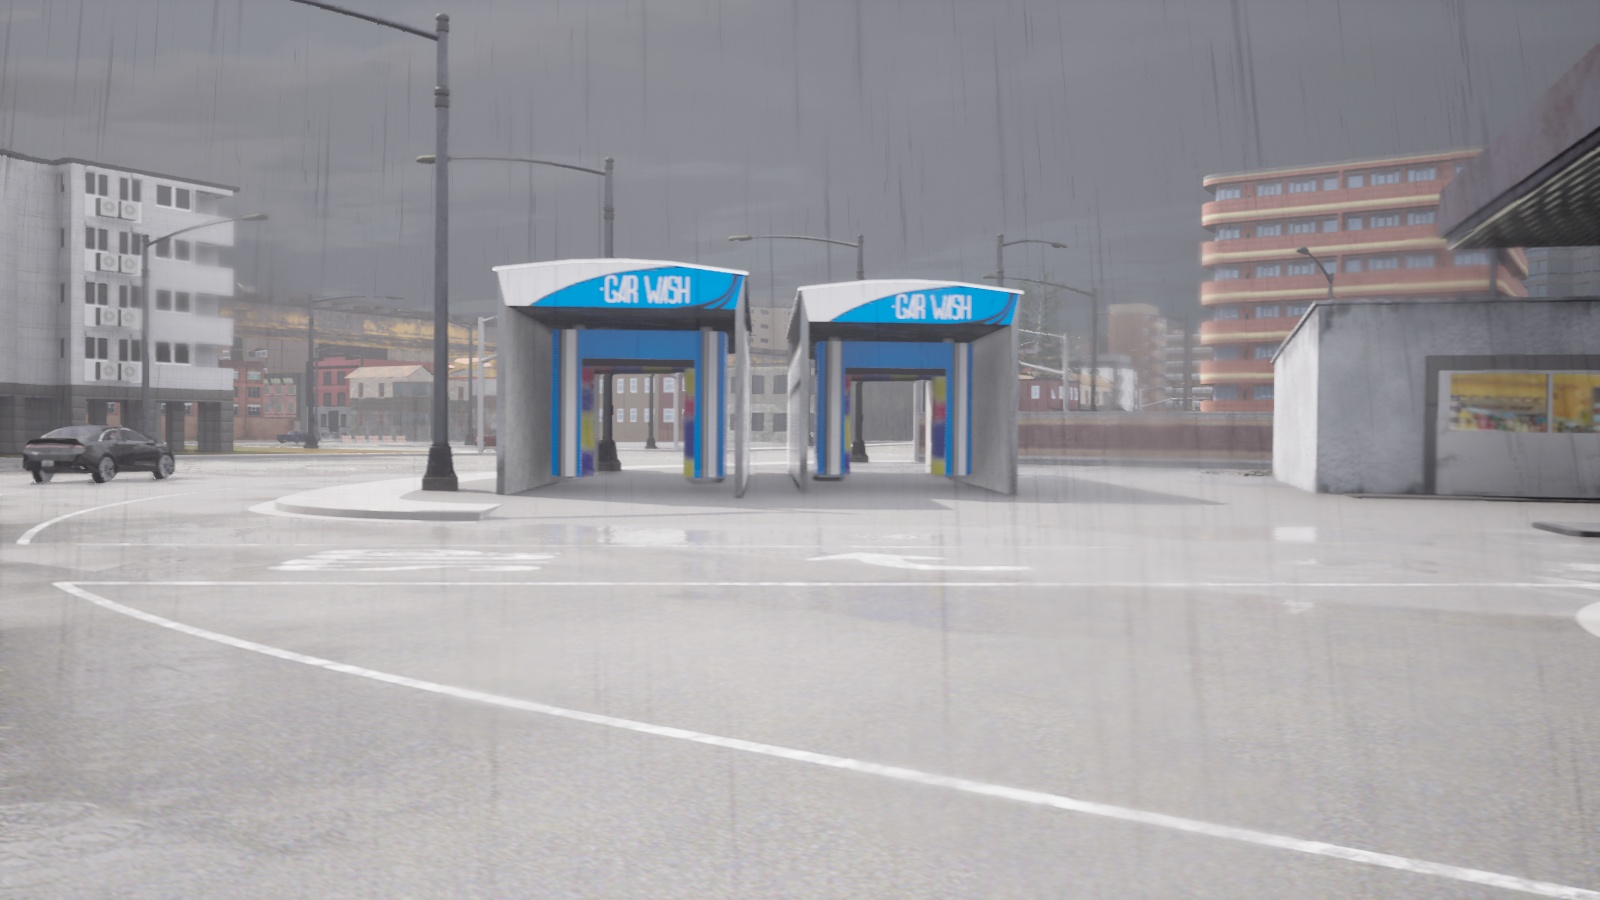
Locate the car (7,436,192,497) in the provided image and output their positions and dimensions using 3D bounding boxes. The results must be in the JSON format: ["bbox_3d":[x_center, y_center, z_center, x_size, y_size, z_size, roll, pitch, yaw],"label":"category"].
[{"bbox_3d":[-18.805,0.394,34.021,2.128,1.511,4.902,-1,1,2],"label":"car"}]

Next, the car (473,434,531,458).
[{"bbox_3d":[-20.447,-0.278,86.150,3.705,1.549,1.789,0,1,33],"label":"car"}]
